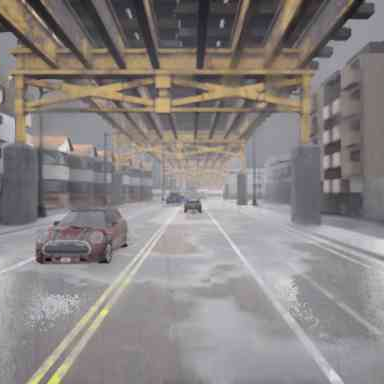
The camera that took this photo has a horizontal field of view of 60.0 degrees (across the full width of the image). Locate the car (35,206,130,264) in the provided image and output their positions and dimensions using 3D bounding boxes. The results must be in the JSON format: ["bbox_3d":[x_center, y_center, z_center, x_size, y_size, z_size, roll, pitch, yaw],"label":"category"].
[{"bbox_3d":[-3.599,1.338,11.704,2.097,1.767,4.553,0,0,0],"label":"car"}]

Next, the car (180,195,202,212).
[{"bbox_3d":[0.106,1.389,36.979,2.128,1.511,4.902,0,0,0],"label":"car"}]

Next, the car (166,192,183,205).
[{"bbox_3d":[-2.694,1.059,54.343,2.150,2.045,5.566,0,0,10],"label":"car"}]
